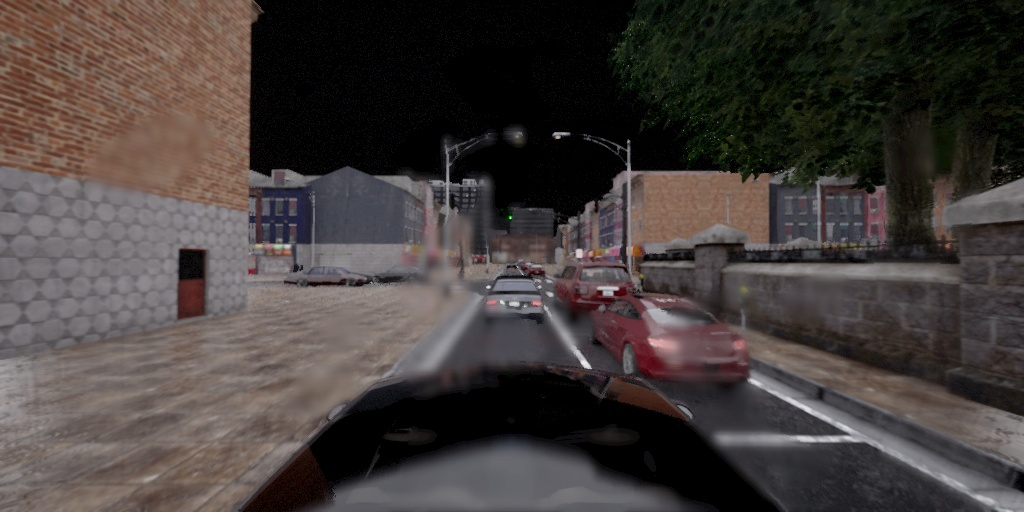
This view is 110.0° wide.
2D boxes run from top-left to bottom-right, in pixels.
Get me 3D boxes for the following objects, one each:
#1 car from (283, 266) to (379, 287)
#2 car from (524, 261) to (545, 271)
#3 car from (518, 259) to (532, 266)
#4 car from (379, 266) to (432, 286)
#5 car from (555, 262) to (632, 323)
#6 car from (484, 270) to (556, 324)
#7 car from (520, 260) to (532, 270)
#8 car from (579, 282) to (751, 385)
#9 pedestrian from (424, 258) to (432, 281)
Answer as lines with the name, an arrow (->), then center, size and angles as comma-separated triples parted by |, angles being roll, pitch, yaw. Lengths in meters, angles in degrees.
car -> -12.061, 1.395, 23.813 | 5.357, 1.411, 2.033 | 0, -1, -4
car -> 2.617, 1.533, 38.703 | 1.888, 1.381, 4.507 | 0, 0, 0
car -> 2.604, 1.474, 60.451 | 2.192, 1.841, 5.009 | 0, 0, 0
car -> -8.380, 1.432, 26.870 | 4.674, 1.442, 1.812 | 0, -2, 4
car -> 2.633, 1.125, 12.274 | 2.192, 1.841, 5.009 | 0, 0, 0
car -> 0.087, 1.357, 12.163 | 2.033, 1.411, 5.357 | 0, 0, 0
car -> 2.607, 1.659, 55.014 | 1.888, 1.381, 4.507 | 0, 0, 0
car -> 2.636, 1.360, 6.826 | 1.802, 1.307, 4.207 | 0, 0, 0
pedestrian -> -6.934, 1.100, 29.726 | 0.375, 1.860, 0.375 | 0, -1, 0
